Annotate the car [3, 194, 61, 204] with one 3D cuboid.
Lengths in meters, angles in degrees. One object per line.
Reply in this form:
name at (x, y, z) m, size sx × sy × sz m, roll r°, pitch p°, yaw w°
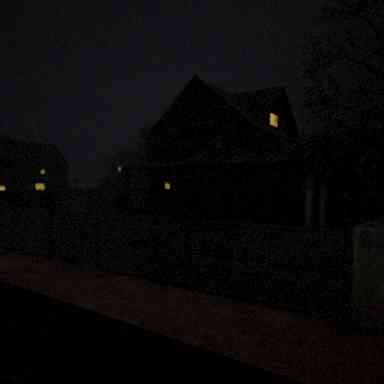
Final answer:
car at (-14.724, 0.853, 30.297) m, size 2.033 × 1.411 × 5.357 m, roll 2°, pitch 2°, yaw 35°
